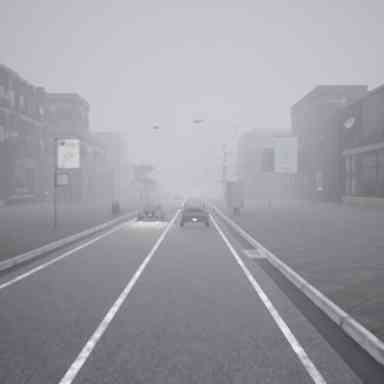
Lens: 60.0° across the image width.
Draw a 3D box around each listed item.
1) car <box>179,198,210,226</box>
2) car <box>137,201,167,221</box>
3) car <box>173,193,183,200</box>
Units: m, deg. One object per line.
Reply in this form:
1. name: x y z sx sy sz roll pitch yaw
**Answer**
1. car: 0.171 1.404 22.659 1.837 1.490 4.892 0 0 0
2. car: -3.014 1.434 25.769 1.994 1.385 4.181 0 1 0
3. car: -2.788 0.978 67.123 1.994 1.385 4.181 0 1 0
